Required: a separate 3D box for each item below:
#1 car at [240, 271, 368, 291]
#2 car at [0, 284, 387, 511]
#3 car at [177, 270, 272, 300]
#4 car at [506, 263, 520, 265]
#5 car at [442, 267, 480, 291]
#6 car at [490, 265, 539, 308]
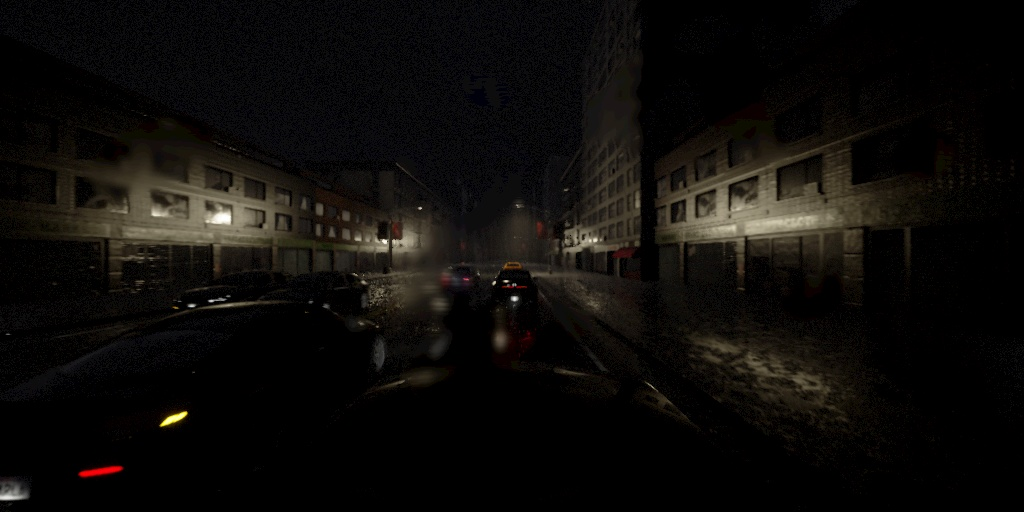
[{"bbox_3d":[-6.590,1.309,12.435,1.837,1.490,4.892,0,0,0],"label":"car"},{"bbox_3d":[-3.147,1.290,4.542,1.812,1.442,4.674,0,0,0],"label":"car"},{"bbox_3d":[-9.838,1.314,13.450,1.837,1.490,4.892,0,0,0],"label":"car"},{"bbox_3d":[0.095,1.403,35.785,1.882,1.535,5.008,0,0,0],"label":"car"},{"bbox_3d":[-3.151,1.404,22.722,2.033,1.411,5.357,0,0,0],"label":"car"},{"bbox_3d":[0.097,1.325,15.550,1.837,1.490,4.892,0,0,0],"label":"car"}]
